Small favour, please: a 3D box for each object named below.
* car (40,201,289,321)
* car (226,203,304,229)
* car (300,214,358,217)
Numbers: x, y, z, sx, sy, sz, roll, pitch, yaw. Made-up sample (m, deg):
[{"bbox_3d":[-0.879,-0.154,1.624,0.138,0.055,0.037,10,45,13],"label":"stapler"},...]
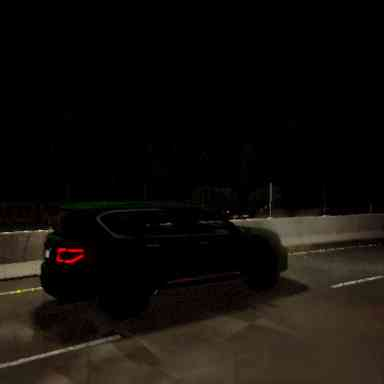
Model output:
[{"bbox_3d":[-0.371,1.230,7.499,5.566,2.045,2.150,0,0,-32],"label":"car"},{"bbox_3d":[4.964,1.530,22.518,4.902,1.511,2.128,0,0,-25],"label":"car"},{"bbox_3d":[8.113,1.567,20.136,4.674,1.442,1.812,0,0,-24],"label":"car"}]
